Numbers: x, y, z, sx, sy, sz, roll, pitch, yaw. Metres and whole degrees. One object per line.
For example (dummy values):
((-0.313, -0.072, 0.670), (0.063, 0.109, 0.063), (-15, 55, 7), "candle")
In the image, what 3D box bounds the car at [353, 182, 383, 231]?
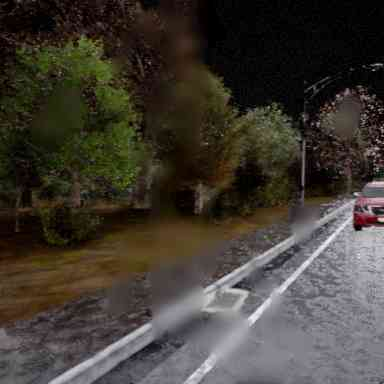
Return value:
((8.793, 0.576, 15.227), (2.150, 2.045, 5.566), (1, 3, 31), "car")
